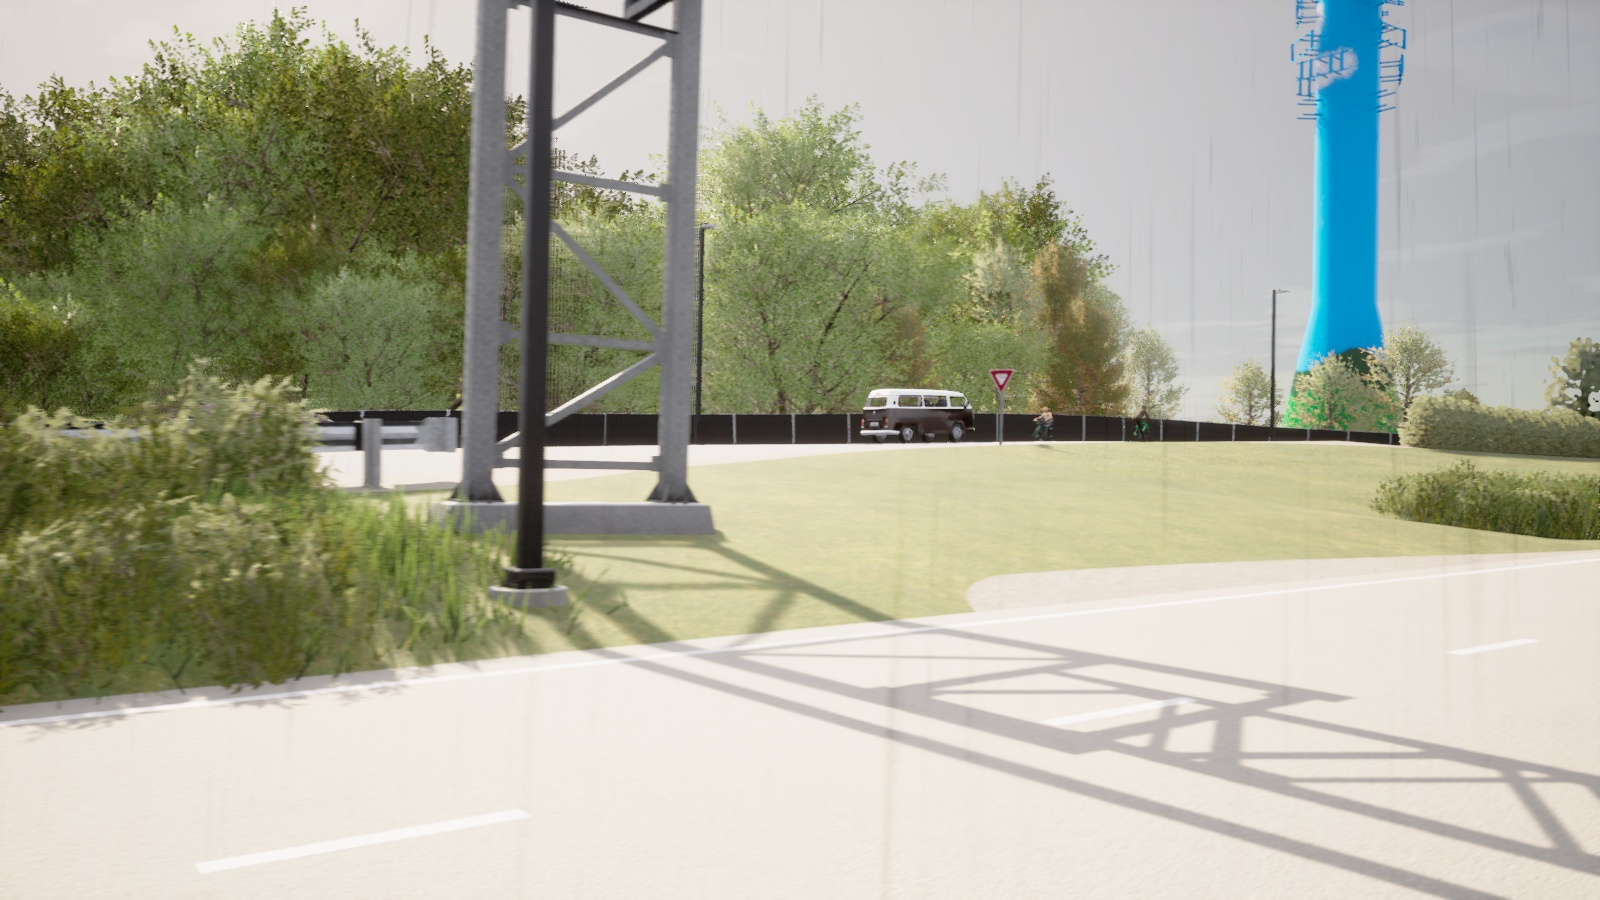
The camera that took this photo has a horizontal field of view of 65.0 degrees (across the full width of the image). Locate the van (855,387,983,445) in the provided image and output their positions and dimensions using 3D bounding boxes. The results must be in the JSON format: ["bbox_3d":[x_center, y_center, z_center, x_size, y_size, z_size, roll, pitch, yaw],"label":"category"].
[{"bbox_3d":[4.454,-1.264,46.824,4.480,2.038,2.069,-2,1,-36],"label":"van"}]
